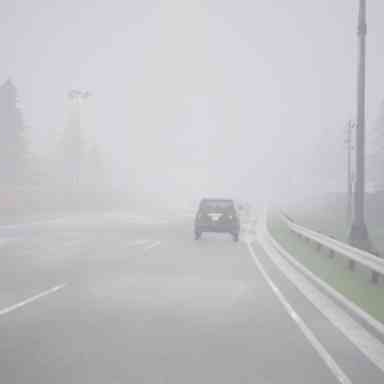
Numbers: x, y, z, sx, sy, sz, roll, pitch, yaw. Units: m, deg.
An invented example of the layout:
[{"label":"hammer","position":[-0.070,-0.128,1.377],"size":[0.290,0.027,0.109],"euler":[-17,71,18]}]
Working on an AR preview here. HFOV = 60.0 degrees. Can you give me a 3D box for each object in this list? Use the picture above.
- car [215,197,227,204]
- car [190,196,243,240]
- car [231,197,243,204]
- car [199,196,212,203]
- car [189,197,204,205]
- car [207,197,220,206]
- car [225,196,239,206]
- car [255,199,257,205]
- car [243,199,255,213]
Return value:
[{"label":"car","position":[6.521,1.772,74.151],"size":[2.033,1.411,5.357],"euler":[1,0,13]},{"label":"car","position":[1.454,1.307,17.732],"size":[2.150,2.045,5.566],"euler":[1,0,9]},{"label":"car","position":[9.935,1.808,73.379],"size":[2.128,1.511,4.902],"euler":[1,0,13]},{"label":"car","position":[3.108,1.707,74.923],"size":[2.128,1.511,4.902],"euler":[1,0,13]},{"label":"car","position":[0.900,1.803,65.166],"size":[1.994,1.385,4.181],"euler":[1,0,13]},{"label":"car","position":[4.222,1.793,63.988],"size":[1.837,1.490,4.892],"euler":[1,0,13]},{"label":"car","position":[7.723,1.696,63.594],"size":[2.097,1.767,4.553],"euler":[1,0,13]},{"label":"car","position":[12.984,2.047,71.007],"size":[1.895,1.301,4.718],"euler":[1,0,13]},{"label":"car","position":[6.065,1.726,39.928],"size":[2.128,1.511,4.902],"euler":[1,0,13]}]
